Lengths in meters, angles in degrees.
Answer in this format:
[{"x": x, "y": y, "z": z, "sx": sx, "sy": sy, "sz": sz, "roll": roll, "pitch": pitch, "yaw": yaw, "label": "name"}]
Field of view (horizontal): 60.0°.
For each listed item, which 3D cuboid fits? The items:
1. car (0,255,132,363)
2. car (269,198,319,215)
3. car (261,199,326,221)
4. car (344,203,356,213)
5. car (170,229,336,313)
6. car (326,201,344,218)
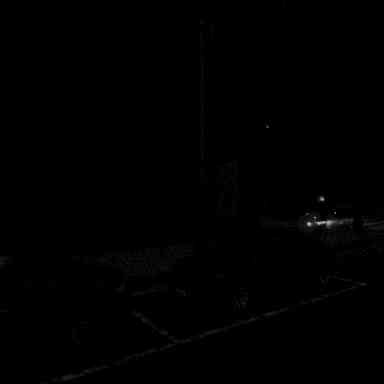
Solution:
[{"x": -2.878, "y": 1.582, "z": 4.482, "sx": 4.206, "sy": 1.307, "sz": 1.802, "roll": 0, "pitch": 0, "yaw": -35, "label": "car"}, {"x": 10.528, "y": 1.457, "z": 34.620, "sx": 1.837, "sy": 1.490, "sz": 4.892, "roll": 0, "pitch": 1, "yaw": -36, "label": "car"}, {"x": 7.684, "y": 1.530, "z": 27.153, "sx": 2.033, "sy": 1.411, "sz": 5.357, "roll": 0, "pitch": 0, "yaw": -36, "label": "car"}, {"x": 14.445, "y": 1.549, "z": 34.772, "sx": 1.895, "sy": 1.301, "sz": 4.718, "roll": 0, "pitch": 0, "yaw": -36, "label": "car"}, {"x": 1.560, "y": 1.565, "z": 7.648, "sx": 4.313, "sy": 1.339, "sz": 1.947, "roll": 0, "pitch": 0, "yaw": -35, "label": "car"}, {"x": 10.266, "y": 1.478, "z": 29.131, "sx": 1.837, "sy": 1.490, "sz": 4.892, "roll": 0, "pitch": 0, "yaw": -36, "label": "car"}]
